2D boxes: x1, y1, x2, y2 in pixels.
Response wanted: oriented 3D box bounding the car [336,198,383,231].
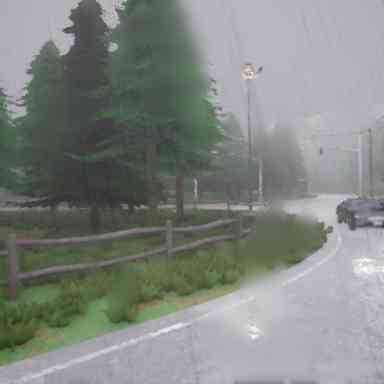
[{"bbox_3d":[8.705,1.070,17.032,2.128,1.511,4.902,-1,1,13],"label":"car"}]
